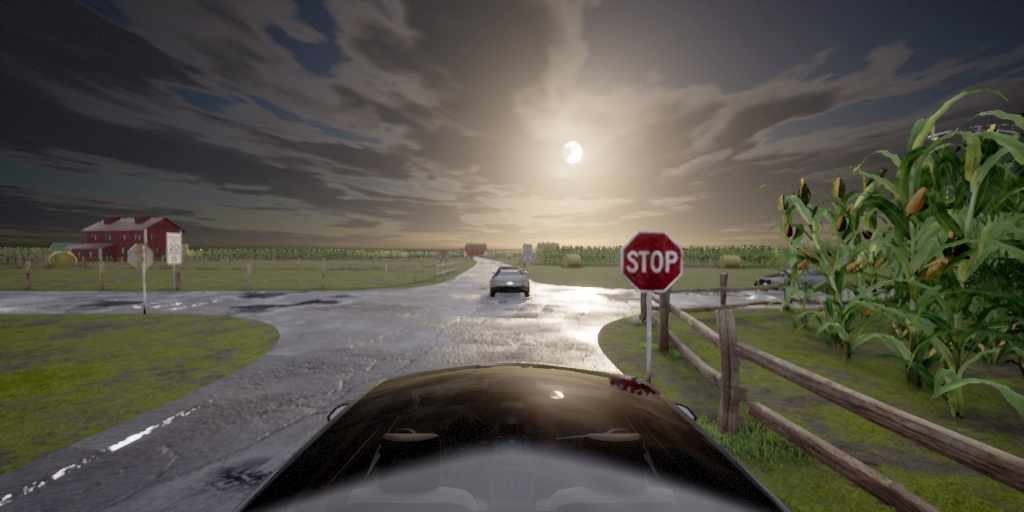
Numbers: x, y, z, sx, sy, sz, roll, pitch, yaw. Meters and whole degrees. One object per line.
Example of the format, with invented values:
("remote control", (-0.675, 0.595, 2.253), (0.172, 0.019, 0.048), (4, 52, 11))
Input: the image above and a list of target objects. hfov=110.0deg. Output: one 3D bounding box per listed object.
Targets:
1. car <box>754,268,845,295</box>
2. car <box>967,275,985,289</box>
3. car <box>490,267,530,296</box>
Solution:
("car", (15.637, 1.346, 19.596), (4.181, 1.385, 1.994), (0, 1, -7))
("car", (26.523, 1.373, 21.071), (4.674, 1.442, 1.812), (0, 1, -8))
("car", (-0.126, 1.256, 18.931), (1.994, 1.385, 4.181), (0, 0, -1))
